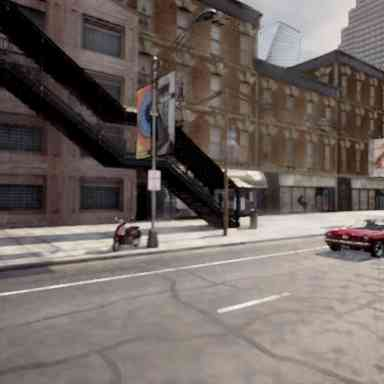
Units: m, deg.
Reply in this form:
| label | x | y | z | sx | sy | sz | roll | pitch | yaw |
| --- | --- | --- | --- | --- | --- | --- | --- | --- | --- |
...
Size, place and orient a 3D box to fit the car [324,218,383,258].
| label | x | y | z | sx | sy | sz | roll | pitch | yaw |
| --- | --- | --- | --- | --- | --- | --- | --- | --- | --- |
| car | 7.504 | 1.766 | 13.639 | 4.718 | 1.301 | 1.895 | 1 | 0 | -35 |
